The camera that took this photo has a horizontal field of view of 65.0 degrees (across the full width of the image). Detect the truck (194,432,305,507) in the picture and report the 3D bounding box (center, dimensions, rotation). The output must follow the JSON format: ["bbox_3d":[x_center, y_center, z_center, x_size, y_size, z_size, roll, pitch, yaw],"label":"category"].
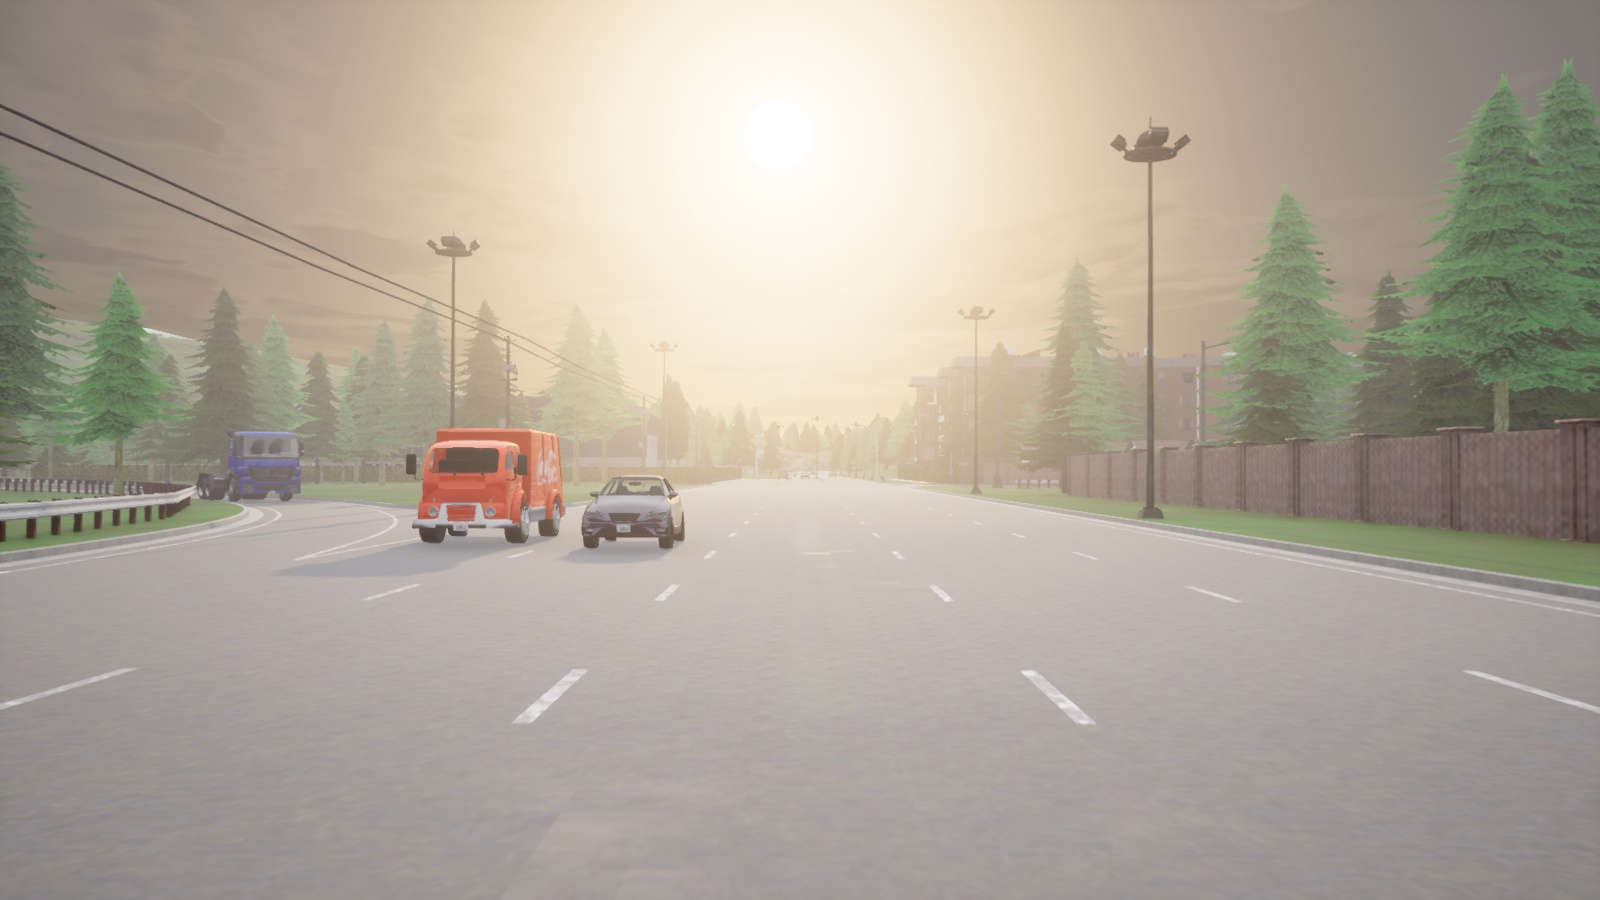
[{"bbox_3d":[-27.454,0.988,62.372,2.891,3.462,7.936,1,-1,-40],"label":"truck"}]

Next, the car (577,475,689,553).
[{"bbox_3d":[-3.417,1.283,26.339,1.816,1.474,4.193,0,-1,0],"label":"car"}]

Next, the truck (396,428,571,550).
[{"bbox_3d":[-6.911,0.825,28.141,2.627,2.467,5.204,0,-1,0],"label":"truck"}]
